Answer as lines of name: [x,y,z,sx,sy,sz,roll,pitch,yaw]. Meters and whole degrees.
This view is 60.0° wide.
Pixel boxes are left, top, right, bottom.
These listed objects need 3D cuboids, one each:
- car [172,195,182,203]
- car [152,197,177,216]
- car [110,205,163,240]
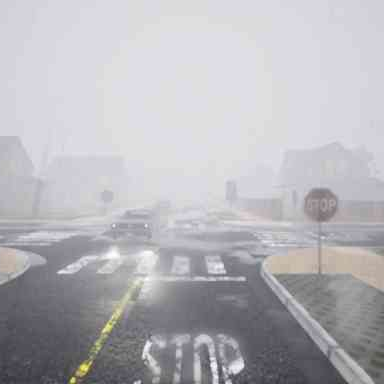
car: [-2.770,1.272,57.993,2.097,1.767,4.553,0,0,0]
car: [-2.760,1.531,32.725,1.837,1.490,4.892,0,0,0]
car: [-2.754,1.569,16.954,1.895,1.301,4.718,0,0,0]
